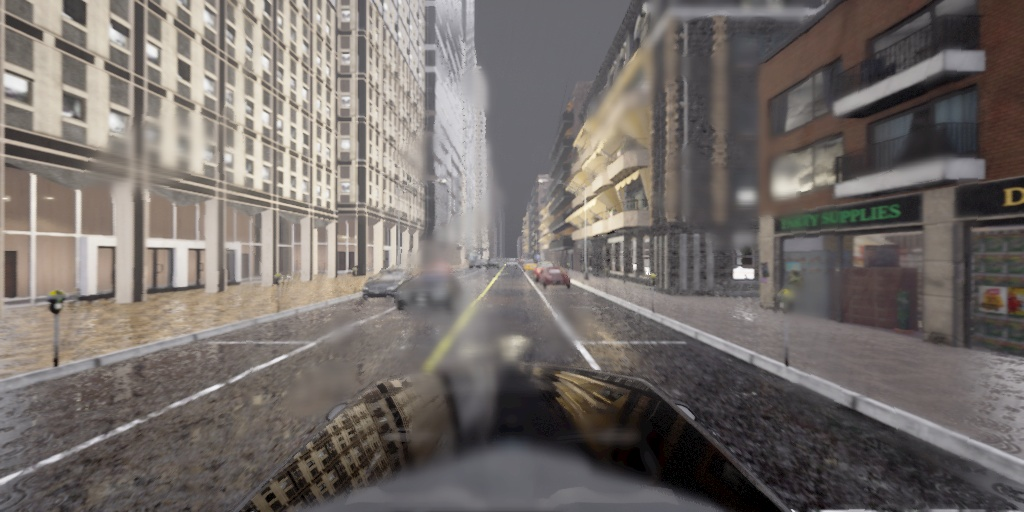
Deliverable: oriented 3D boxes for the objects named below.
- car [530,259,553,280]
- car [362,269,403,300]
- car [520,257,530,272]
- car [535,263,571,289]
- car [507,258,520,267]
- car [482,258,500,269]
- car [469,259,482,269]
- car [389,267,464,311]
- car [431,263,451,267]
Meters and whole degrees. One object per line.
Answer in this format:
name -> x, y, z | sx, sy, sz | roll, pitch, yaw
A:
car -> 2.691, 1.187, 28.556 | 1.967, 1.591, 4.097 | 0, 0, 0
car -> -5.689, 1.297, 17.259 | 2.007, 1.370, 4.403 | 0, 0, 0
car -> 2.351, 1.206, 46.403 | 1.801, 1.575, 5.366 | 0, 0, 0
car -> 2.691, 1.329, 22.908 | 1.802, 1.307, 4.207 | 0, 0, 0
car -> 0.002, 1.358, 64.220 | 1.895, 1.301, 4.718 | 0, 0, 0
car -> -3.055, 1.103, 56.342 | 2.097, 1.767, 4.553 | 0, 0, 0
car -> -5.689, 1.317, 56.798 | 1.948, 1.339, 4.313 | 0, 0, 0
car -> -3.099, 1.311, 14.256 | 1.994, 1.385, 4.181 | 0, 0, 0
car -> -5.689, 1.291, 28.557 | 1.888, 1.381, 4.507 | 0, 0, 0
